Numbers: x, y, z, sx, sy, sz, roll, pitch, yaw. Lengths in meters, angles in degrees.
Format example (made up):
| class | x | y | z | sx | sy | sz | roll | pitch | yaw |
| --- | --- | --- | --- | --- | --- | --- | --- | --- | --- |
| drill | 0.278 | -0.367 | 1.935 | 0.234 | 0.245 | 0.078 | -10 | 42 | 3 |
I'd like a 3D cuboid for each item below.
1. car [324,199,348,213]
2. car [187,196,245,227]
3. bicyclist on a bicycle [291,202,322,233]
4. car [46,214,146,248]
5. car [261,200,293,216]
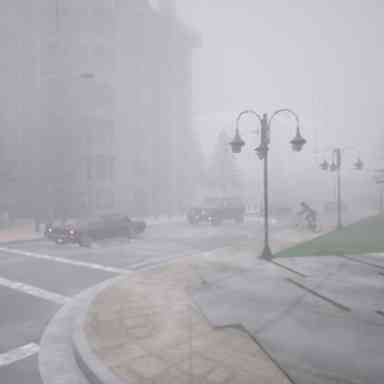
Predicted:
| class | x | y | z | sx | sy | sz | roll | pitch | yaw |
| --- | --- | --- | --- | --- | --- | --- | --- | --- | --- |
| car | 16.838 | 1.581 | 38.886 | 2.128 | 1.511 | 4.902 | -1 | 0 | 36 |
| car | 1.932 | 1.356 | 24.725 | 2.150 | 2.045 | 5.566 | -1 | -1 | 36 |
| bicyclist on a bicycle | 6.072 | 1.347 | 17.702 | 1.656 | 1.620 | 0.582 | -1 | -1 | 36 |
| car | -4.381 | 1.732 | 15.829 | 1.895 | 1.301 | 4.718 | -1 | 0 | 32 |
| car | 8.732 | 1.623 | 34.029 | 2.128 | 1.511 | 4.902 | -1 | -1 | 36 |
